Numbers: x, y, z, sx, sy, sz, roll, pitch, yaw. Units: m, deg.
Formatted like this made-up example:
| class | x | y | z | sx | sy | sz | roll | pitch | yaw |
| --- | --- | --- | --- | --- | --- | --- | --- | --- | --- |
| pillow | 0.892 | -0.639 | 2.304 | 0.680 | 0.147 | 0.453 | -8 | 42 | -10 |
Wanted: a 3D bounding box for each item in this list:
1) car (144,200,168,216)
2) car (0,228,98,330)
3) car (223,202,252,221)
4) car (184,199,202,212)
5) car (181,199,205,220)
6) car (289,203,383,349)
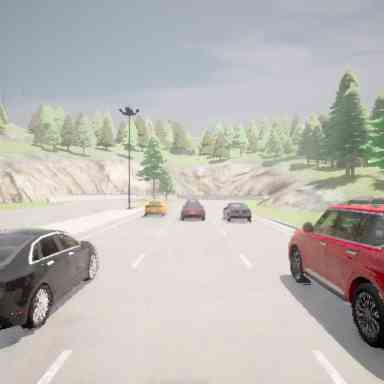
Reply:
| class | x | y | z | sx | sy | sz | roll | pitch | yaw |
| --- | --- | --- | --- | --- | --- | --- | --- | --- | --- |
| car | -3.406 | 1.478 | 32.158 | 1.882 | 1.535 | 5.008 | 0 | 0 | 0 |
| car | -3.401 | 1.505 | 6.891 | 1.837 | 1.490 | 4.892 | 0 | 0 | 0 |
| car | 3.585 | 1.547 | 26.818 | 2.033 | 1.411 | 5.357 | 0 | 0 | 0 |
| car | 0.089 | 1.547 | 40.184 | 2.033 | 1.411 | 5.357 | 0 | 0 | 0 |
| car | 0.088 | 1.562 | 28.001 | 1.994 | 1.385 | 4.181 | 0 | 0 | 0 |
| car | 3.600 | 1.221 | 6.382 | 2.150 | 2.045 | 5.566 | 0 | 0 | 0 |
